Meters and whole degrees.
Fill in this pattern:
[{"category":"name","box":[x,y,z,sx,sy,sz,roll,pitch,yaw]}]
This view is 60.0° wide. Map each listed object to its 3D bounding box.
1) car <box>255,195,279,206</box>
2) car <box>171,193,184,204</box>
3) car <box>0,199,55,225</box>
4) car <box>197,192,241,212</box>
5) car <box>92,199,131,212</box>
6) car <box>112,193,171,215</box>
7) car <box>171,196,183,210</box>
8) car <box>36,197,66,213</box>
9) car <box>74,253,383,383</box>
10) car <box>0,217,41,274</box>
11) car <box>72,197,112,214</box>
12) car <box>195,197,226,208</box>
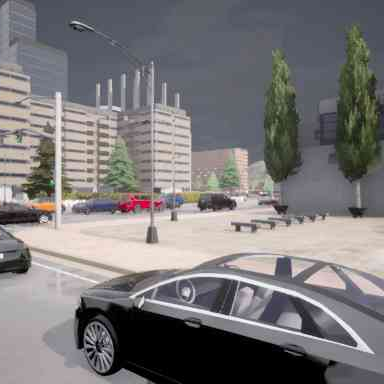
[{"category":"car","box":[12.998,1.601,55.859,1.895,1.301,4.718,0,0,41]},{"category":"car","box":[-3.591,1.221,47.697,2.150,2.045,5.566,0,0,41]},{"category":"car","box":[-11.788,1.477,21.894,1.882,1.535,5.008,0,0,41]},{"category":"car","box":[2.972,1.221,38.937,2.150,2.045,5.566,0,0,41]},{"category":"car","box":[-9.749,1.564,40.588,1.994,1.385,4.181,0,0,41]},{"category":"car","box":[-5.178,1.221,34.872,2.150,2.045,5.566,0,0,41]},{"category":"car","box":[-3.982,1.547,41.906,2.033,1.411,5.357,0,0,41]},{"category":"car","box":[-15.447,1.352,34.113,2.097,1.767,4.553,0,0,42]},{"category":"car","box":[0.574,1.492,3.866,4.902,1.511,2.128,0,0,37]},{"category":"car","box":[-6.333,1.564,9.484,4.181,1.385,1.994,0,0,40]},{"category":"car","box":[-10.186,1.352,34.744,2.097,1.767,4.553,0,0,41]},{"category":"car","box":[2.830,1.492,49.752,2.128,1.511,4.902,0,0,41]}]
